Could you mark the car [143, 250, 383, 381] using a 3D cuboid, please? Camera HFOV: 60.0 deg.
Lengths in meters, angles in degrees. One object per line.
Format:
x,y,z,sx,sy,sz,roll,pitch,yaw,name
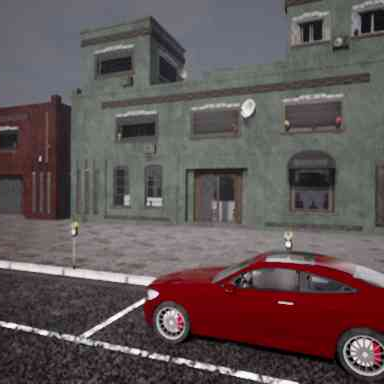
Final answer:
1.275,1.577,5.103,4.206,1.307,1.802,0,1,22,car
